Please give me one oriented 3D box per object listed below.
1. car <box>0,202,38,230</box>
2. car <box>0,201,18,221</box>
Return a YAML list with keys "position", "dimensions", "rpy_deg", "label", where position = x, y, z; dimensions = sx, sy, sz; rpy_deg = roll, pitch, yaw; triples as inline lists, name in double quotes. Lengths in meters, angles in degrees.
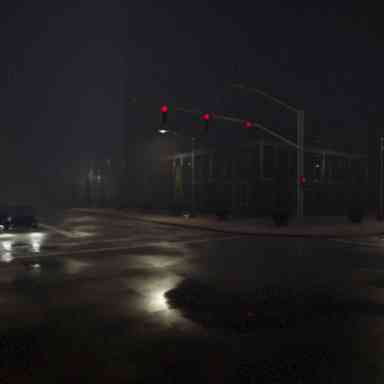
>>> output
- position: [-11.686, 1.600, 22.221]
  dimensions: [1.882, 1.535, 5.008]
  rpy_deg: [1, -1, -36]
  label: "car"
- position: [-17.200, 1.636, 29.868]
  dimensions: [2.128, 1.511, 4.902]
  rpy_deg: [1, -1, -36]
  label: "car"
